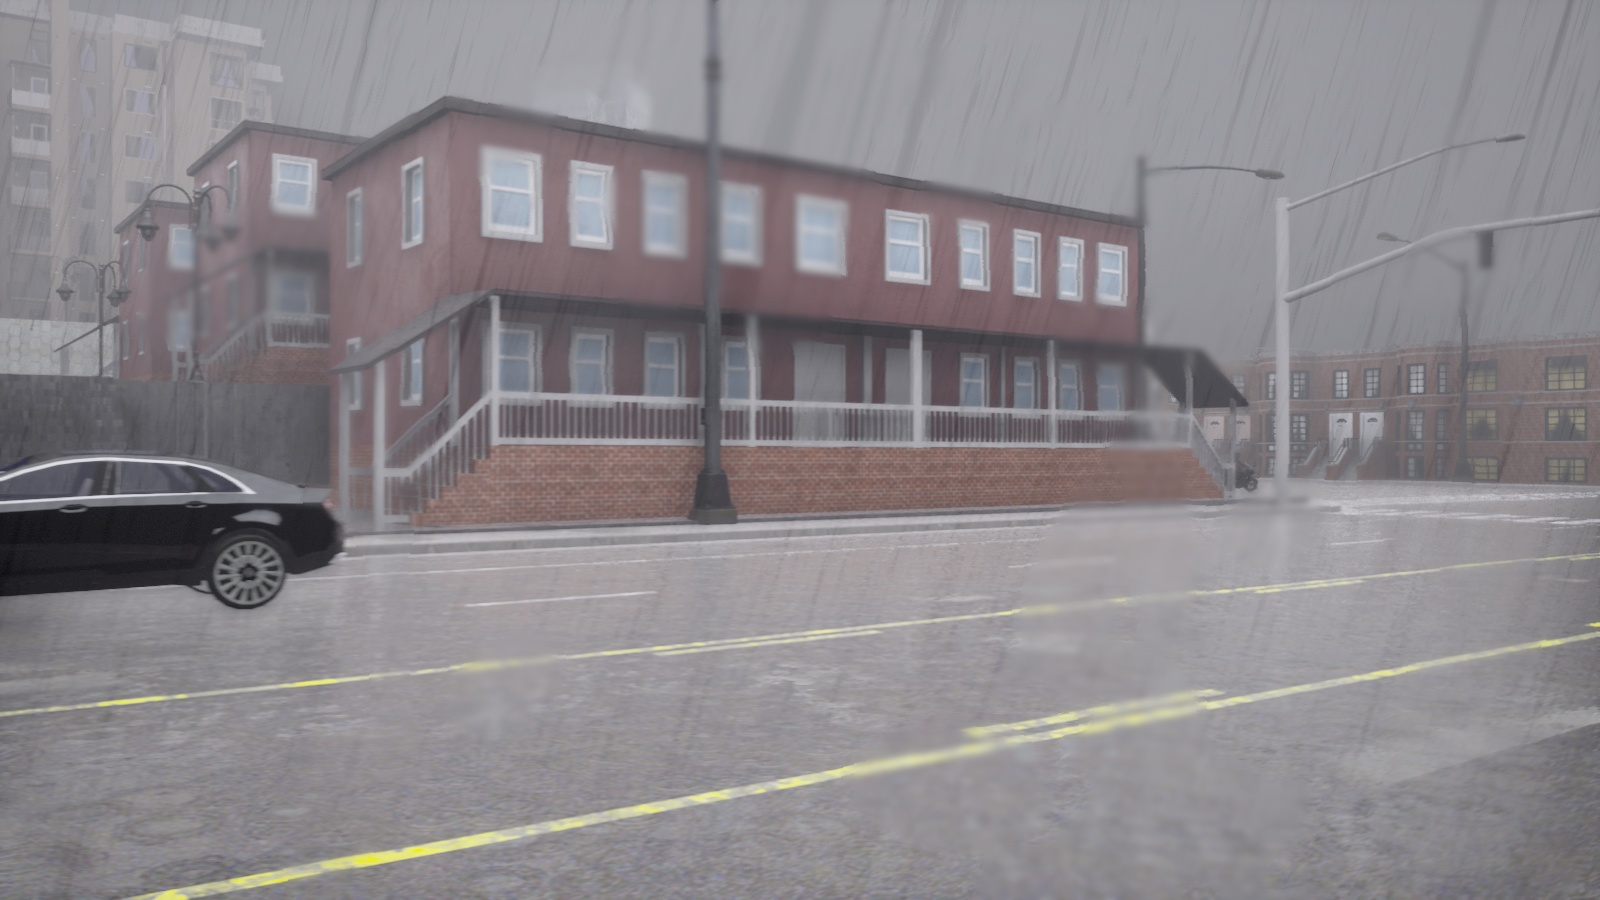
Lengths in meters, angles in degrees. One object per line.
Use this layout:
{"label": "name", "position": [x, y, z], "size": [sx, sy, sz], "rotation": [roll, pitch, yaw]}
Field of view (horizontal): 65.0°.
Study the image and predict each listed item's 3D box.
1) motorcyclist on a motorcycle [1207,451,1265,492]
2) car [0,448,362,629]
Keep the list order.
{"label": "motorcyclist on a motorcycle", "position": [16.702, 0.812, 48.140], "size": [0.797, 1.523, 2.044], "rotation": [0, 0, -35]}
{"label": "car", "position": [-6.879, 0.745, 11.671], "size": [4.902, 1.511, 2.128], "rotation": [0, 0, -35]}
